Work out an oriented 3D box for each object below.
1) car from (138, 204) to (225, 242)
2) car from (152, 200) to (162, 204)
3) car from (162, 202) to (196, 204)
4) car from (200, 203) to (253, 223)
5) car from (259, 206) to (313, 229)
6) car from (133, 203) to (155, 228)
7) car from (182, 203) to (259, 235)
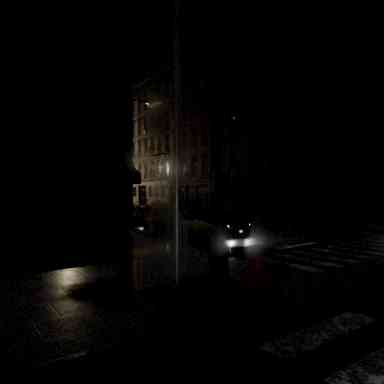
[{"bbox_3d":[-0.713,1.554,16.737,1.752,1.417,4.829,0,0,-35],"label":"car"},{"bbox_3d":[-3.787,1.528,34.889,1.752,1.417,4.829,0,0,-35],"label":"car"},{"bbox_3d":[-0.549,1.565,30.341,1.947,1.339,4.313,0,0,-35],"label":"car"},{"bbox_3d":[2.591,1.578,25.932,1.802,1.307,4.206,0,0,-35],"label":"car"},{"bbox_3d":[5.731,1.557,21.523,1.947,1.339,4.313,0,0,-35],"label":"car"},{"bbox_3d":[-3.952,1.584,21.285,2.008,1.369,4.403,0,0,-35],"label":"car"},{"bbox_3d":[1.011,1.565,18.735,2.033,1.411,5.357,0,0,-32],"label":"car"}]
